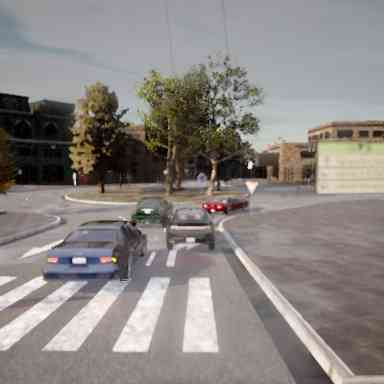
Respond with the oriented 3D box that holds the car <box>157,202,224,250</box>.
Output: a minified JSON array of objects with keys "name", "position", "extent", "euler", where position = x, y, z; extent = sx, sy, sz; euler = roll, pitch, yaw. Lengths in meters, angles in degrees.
[{"name":"car","position":[-0.041,1.416,14.032],"extent":[2.128,1.511,4.902],"euler":[0,1,0]}]

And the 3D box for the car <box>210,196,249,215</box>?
[{"name":"car","position":[2.839,0.964,26.683],"extent":[1.895,1.301,4.718],"euler":[3,6,35]}]

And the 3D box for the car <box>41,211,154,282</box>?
[{"name":"car","position":[-2.508,1.533,9.822],"extent":[2.033,1.411,5.357],"euler":[0,0,-1]}]

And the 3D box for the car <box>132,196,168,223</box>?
[{"name":"car","position":[-2.341,1.041,20.812],"extent":[2.097,1.767,4.553],"euler":[0,3,4]}]
